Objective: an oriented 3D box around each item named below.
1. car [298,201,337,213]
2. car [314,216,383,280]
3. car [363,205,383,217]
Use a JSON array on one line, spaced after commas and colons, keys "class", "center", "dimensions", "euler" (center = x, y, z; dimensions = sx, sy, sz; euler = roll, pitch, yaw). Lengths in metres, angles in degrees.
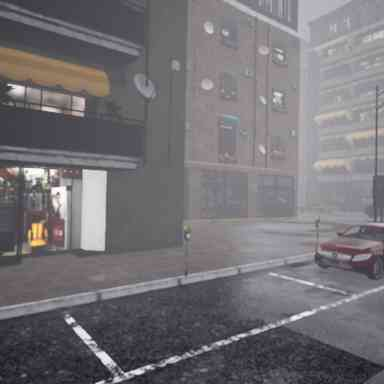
[{"class": "car", "center": [15.208, 1.830, 40.671], "dimensions": [1.752, 1.417, 4.829], "euler": [2, -1, -36]}, {"class": "car", "center": [5.469, 1.623, 10.043], "dimensions": [4.206, 1.307, 1.802], "euler": [0, 1, -36]}, {"class": "car", "center": [17.378, 1.631, 28.592], "dimensions": [2.128, 1.511, 4.902], "euler": [2, -1, -38]}]
